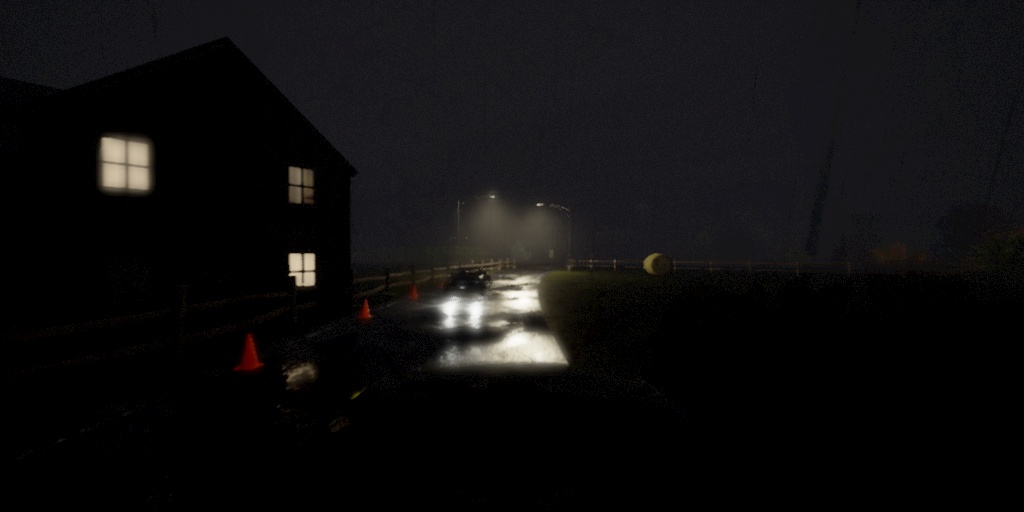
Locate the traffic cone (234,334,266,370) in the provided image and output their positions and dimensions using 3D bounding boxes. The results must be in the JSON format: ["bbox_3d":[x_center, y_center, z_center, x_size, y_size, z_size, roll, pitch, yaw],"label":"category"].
[{"bbox_3d":[-4.691,1.698,6.424,0.340,0.580,0.340,0,0,-1],"label":"traffic cone"}]

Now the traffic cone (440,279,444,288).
[{"bbox_3d":[-4.171,1.634,21.663,0.340,0.580,0.340,0,0,5],"label":"traffic cone"}]

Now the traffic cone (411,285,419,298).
[{"bbox_3d":[-4.518,1.655,16.590,0.340,0.580,0.340,0,0,3],"label":"traffic cone"}]

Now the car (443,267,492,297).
[{"bbox_3d":[-2.172,1.251,18.459,1.994,1.385,4.181,0,0,4],"label":"car"}]

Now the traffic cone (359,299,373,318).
[{"bbox_3d":[-4.692,1.677,11.508,0.340,0.580,0.340,0,0,1],"label":"traffic cone"}]
